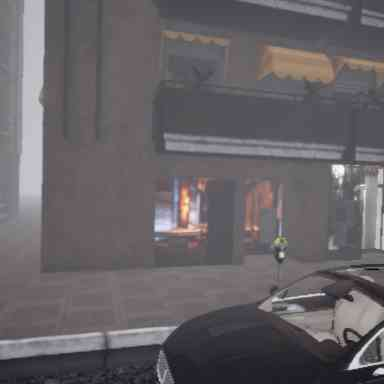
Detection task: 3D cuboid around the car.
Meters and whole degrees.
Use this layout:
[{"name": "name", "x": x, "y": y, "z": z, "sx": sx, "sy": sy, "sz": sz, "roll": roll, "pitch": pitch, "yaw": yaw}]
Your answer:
[{"name": "car", "x": 1.854, "y": 1.500, "z": 3.371, "sx": 4.403, "sy": 1.369, "sz": 2.008, "roll": 1, "pitch": 2, "yaw": -15}]
